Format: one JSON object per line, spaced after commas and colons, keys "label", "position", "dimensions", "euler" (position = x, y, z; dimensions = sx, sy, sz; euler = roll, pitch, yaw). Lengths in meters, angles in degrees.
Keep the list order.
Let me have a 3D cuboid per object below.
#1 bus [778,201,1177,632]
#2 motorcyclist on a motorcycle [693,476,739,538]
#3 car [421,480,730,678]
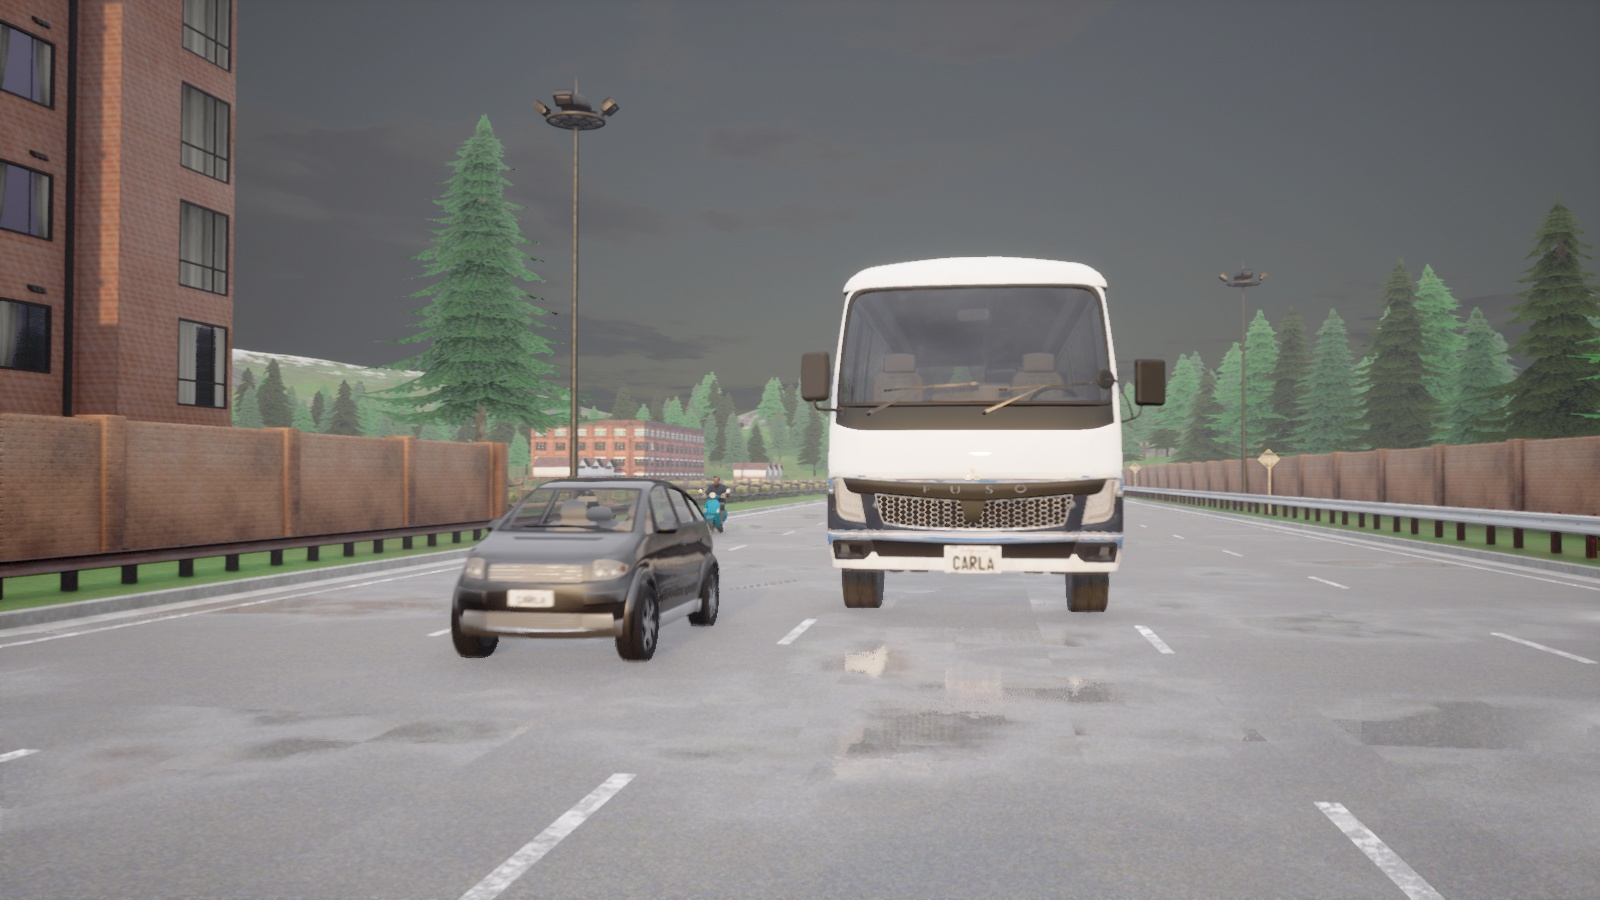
{"label": "bus", "position": [2.483, -0.191, 17.732], "dimensions": [3.944, 4.253, 10.273], "euler": [0, -2, 8]}
{"label": "motorcyclist on a motorcycle", "position": [-2.240, 1.504, 33.698], "dimensions": [0.866, 1.590, 1.817], "euler": [0, -1, 8]}
{"label": "car", "position": [-1.907, 1.062, 11.839], "dimensions": [1.789, 1.549, 3.705], "euler": [0, -1, 8]}
